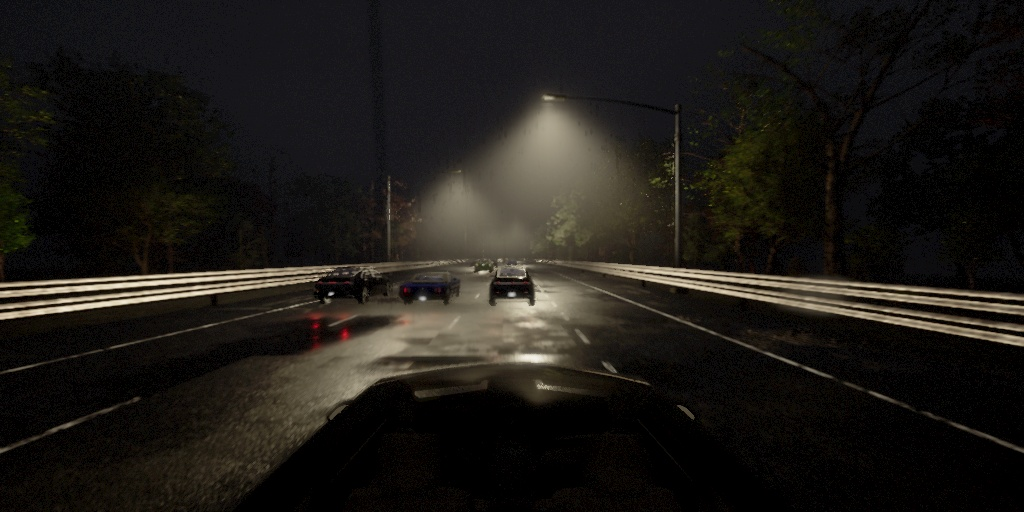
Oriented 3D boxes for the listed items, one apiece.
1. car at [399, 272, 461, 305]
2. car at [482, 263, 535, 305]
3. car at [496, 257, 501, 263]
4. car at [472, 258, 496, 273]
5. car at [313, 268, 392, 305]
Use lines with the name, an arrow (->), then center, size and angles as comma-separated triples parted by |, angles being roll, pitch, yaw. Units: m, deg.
car -> -3.496, 1.372, 16.255 | 1.895, 1.301, 4.718 | 0, 0, 0
car -> 0.004, 1.263, 16.178 | 2.128, 1.511, 4.902 | 0, 0, 0
car -> -3.486, 1.341, 63.946 | 2.128, 1.511, 4.902 | 0, 0, 0
car -> -3.490, 1.169, 45.862 | 2.097, 1.767, 4.553 | 0, 0, 0
car -> -6.996, 1.263, 16.302 | 2.128, 1.511, 4.902 | 0, 0, 0
